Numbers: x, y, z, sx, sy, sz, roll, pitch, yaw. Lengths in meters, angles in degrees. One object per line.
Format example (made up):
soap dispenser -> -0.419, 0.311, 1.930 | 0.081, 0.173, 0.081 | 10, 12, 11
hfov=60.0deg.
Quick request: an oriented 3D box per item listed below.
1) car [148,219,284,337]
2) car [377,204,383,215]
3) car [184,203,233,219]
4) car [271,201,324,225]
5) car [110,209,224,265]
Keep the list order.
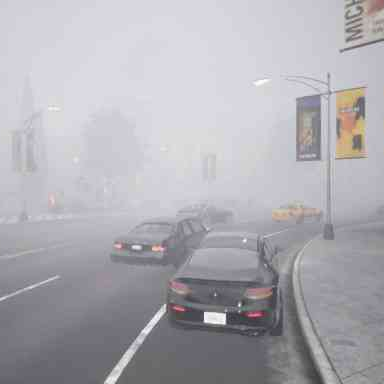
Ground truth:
car -> 0.836, 1.525, 6.696 | 1.812, 1.442, 4.674 | 0, 0, 13
car -> 19.843, 1.568, 32.162 | 4.181, 1.385, 1.994 | 0, 0, -30
car -> 0.919, 1.491, 21.435 | 2.128, 1.511, 4.902 | 0, 0, 35
car -> 7.768, 1.458, 24.175 | 1.801, 1.575, 5.366 | 0, 0, 45
car -> -0.656, 1.547, 11.340 | 2.033, 1.411, 5.357 | 0, 0, 19
